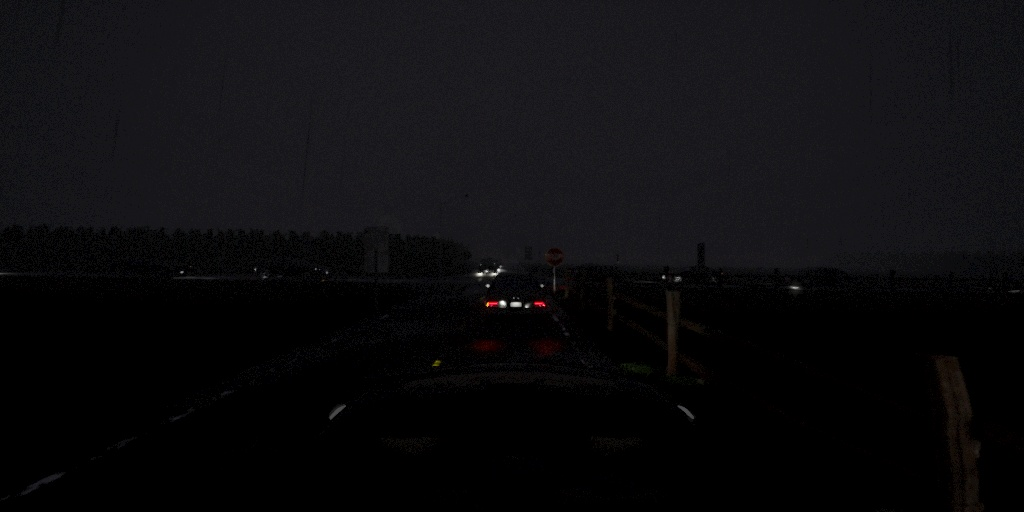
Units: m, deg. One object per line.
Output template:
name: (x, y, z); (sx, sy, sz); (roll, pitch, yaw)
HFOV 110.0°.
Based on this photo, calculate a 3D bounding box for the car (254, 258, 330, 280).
car: (-15.654, 0.881, 25.663); (4.902, 1.511, 2.128); (1, 0, 1)

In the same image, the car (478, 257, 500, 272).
car: (-2.833, 0.942, 42.906); (2.097, 1.767, 4.553); (0, 0, 0)

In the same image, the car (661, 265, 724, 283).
car: (14.432, 1.467, 28.735); (4.674, 1.442, 1.812); (1, 0, 0)

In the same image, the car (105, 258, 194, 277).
car: (-25.818, 0.810, 25.672); (4.718, 1.301, 1.895); (1, 0, 0)

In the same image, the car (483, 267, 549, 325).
car: (0.100, 1.259, 11.576); (2.033, 1.411, 5.357); (0, 0, 0)

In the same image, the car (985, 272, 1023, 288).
car: (41.699, 1.979, 28.786); (5.357, 1.411, 2.033); (1, 0, 0)

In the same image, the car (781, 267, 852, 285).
car: (24.375, 1.624, 28.767); (4.892, 1.490, 1.837); (1, 0, 0)

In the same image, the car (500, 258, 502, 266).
car: (-2.825, 1.151, 53.141); (1.895, 1.301, 4.718); (0, 0, 0)

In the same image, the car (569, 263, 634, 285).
car: (6.303, 1.269, 25.216); (4.902, 1.511, 2.128); (1, -1, -23)

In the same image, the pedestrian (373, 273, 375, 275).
pedestrian: (-12.168, 1.049, 31.686); (0.375, 1.300, 0.375); (0, -1, 0)
